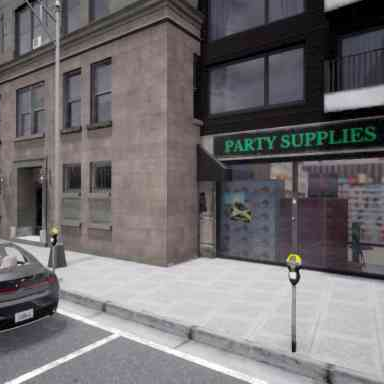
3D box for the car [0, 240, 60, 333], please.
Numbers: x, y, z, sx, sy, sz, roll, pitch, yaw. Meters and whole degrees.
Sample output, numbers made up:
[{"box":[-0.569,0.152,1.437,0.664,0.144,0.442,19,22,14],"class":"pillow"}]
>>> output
[{"box":[-4.200,1.551,6.080,4.403,1.369,2.008,0,0,36],"class":"car"}]
